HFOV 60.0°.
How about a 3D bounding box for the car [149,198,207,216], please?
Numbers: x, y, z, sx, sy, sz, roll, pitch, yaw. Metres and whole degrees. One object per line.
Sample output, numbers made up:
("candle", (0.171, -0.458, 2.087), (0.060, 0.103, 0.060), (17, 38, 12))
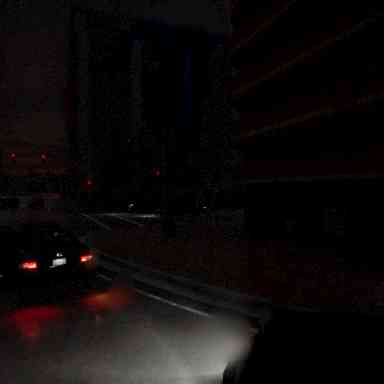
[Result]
("car", (-1.226, 1.603, 33.296), (5.357, 1.411, 2.033), (0, 0, -23))

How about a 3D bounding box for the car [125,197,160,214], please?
("car", (-4.842, 1.407, 35.597), (4.553, 1.767, 2.097), (0, 0, -22))

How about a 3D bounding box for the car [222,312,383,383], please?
("car", (2.800, 1.547, 2.071), (5.357, 1.411, 2.033), (0, 0, 35))

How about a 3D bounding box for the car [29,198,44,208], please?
("car", (-22.133, 1.547, 47.442), (2.033, 1.411, 5.357), (0, 0, -23))

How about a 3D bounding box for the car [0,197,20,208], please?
("car", (-26.586, 1.491, 48.995), (2.128, 1.511, 4.902), (0, 0, -23))

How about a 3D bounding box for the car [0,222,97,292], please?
("car", (-4.408, 1.547, 9.102), (2.033, 1.411, 5.357), (0, 0, -38))

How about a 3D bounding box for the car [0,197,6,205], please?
("car", (-35.753, 1.595, 61.482), (1.895, 1.301, 4.718), (0, 0, -23))
